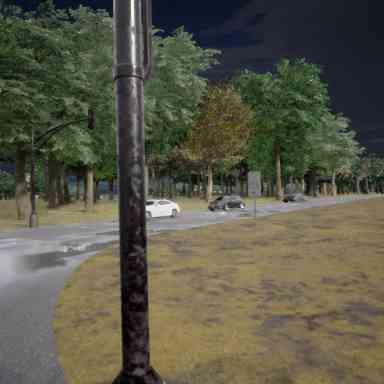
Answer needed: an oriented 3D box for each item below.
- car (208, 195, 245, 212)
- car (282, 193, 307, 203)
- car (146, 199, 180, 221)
[{"bbox_3d":[3.413,1.085,32.636,1.837,1.490,4.892,-3,-1,37],"label":"car"},{"bbox_3d":[14.658,0.850,47.328,2.033,1.411,5.357,-3,-1,38],"label":"car"},{"bbox_3d":[-2.790,1.268,24.477,1.812,1.442,4.674,-3,-1,37],"label":"car"}]
